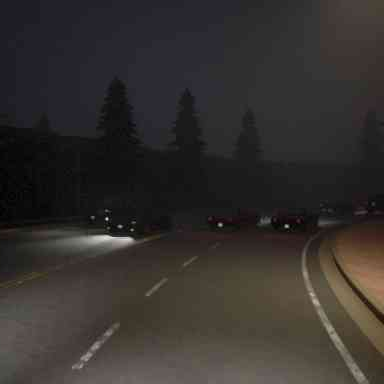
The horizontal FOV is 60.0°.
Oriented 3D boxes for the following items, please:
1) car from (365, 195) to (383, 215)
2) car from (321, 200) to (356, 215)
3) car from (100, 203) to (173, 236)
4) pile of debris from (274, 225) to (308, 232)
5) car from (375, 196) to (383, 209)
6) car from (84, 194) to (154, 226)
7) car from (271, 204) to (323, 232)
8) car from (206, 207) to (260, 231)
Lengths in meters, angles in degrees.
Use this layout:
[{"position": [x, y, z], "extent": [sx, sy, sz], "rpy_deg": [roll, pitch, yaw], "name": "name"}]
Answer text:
[{"position": [19.659, 1.300, 33.183], "extent": [5.566, 2.045, 2.150], "rpy_deg": [0, 0, -31], "name": "car"}, {"position": [14.964, 1.538, 34.153], "extent": [4.902, 1.511, 2.128], "rpy_deg": [0, 0, -36], "name": "car"}, {"position": [-2.710, 1.519, 18.216], "extent": [1.994, 1.385, 4.181], "rpy_deg": [0, 0, 25], "name": "car"}, {"position": [5.937, 2.184, 19.930], "extent": [1.500, 0.140, 1.860], "rpy_deg": [0, 0, 32], "name": "pile of debris"}, {"position": [29.437, 1.538, 48.657], "extent": [4.553, 1.767, 2.097], "rpy_deg": [0, 0, -18], "name": "car"}, {"position": [-4.649, 1.157, 22.376], "extent": [2.150, 2.045, 5.566], "rpy_deg": [0, 0, 28], "name": "car"}, {"position": [6.421, 1.612, 20.332], "extent": [1.895, 1.301, 4.718], "rpy_deg": [0, 0, 31], "name": "car"}, {"position": [2.739, 1.587, 20.929], "extent": [1.895, 1.301, 4.718], "rpy_deg": [0, 0, 30], "name": "car"}]
